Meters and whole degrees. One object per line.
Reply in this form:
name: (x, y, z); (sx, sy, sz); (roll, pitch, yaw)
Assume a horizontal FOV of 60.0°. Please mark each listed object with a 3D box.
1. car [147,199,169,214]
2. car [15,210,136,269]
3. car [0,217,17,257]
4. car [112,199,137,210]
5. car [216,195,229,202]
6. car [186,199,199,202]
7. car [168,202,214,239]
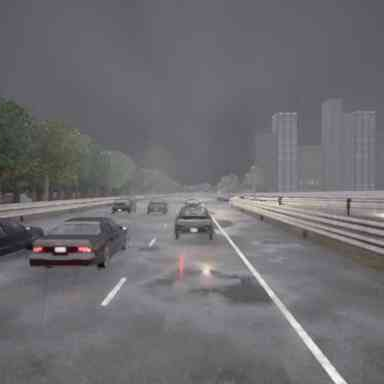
car: (-3.406, 1.439, 34.006); (2.128, 1.511, 4.902); (0, 0, 0)
car: (-3.403, 1.539, 11.120); (2.033, 1.411, 5.357); (0, 0, 0)
car: (-6.904, 1.539, 11.083); (2.033, 1.411, 5.357); (0, 0, 0)
car: (-6.908, 1.451, 34.155); (1.837, 1.490, 4.892); (0, 0, 0)
car: (6.540, 1.410, 71.523); (1.994, 1.385, 4.181); (0, 0, -9)
car: (0.091, 1.469, 35.264); (1.812, 1.442, 4.674); (0, 0, 0)
car: (0.094, 1.476, 17.163); (2.128, 1.511, 4.902); (0, 0, 0)
